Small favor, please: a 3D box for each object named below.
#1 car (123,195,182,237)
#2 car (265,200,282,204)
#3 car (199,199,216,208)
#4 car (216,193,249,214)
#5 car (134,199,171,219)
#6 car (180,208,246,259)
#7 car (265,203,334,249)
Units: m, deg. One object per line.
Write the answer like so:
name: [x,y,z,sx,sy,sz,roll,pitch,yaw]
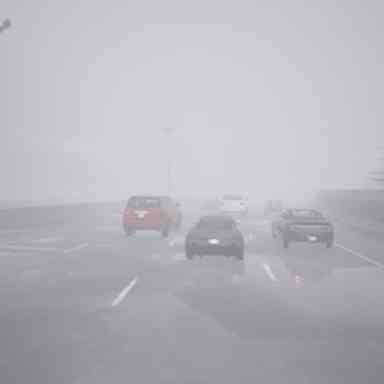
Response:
car: [-1.977,1.168,17.954,2.150,2.045,5.566,0,0,8]
car: [8.336,1.471,33.514,2.033,1.411,5.357,0,0,16]
car: [2.296,1.448,37.795,2.033,1.411,5.357,0,0,16]
car: [3.979,1.145,30.567,2.150,2.045,5.566,0,0,14]
car: [-3.404,1.417,29.586,1.837,1.490,4.892,0,0,12]
car: [0.900,1.531,12.528,1.994,1.385,4.181,0,0,6]
car: [4.618,1.461,14.393,2.128,1.511,4.902,0,0,6]
